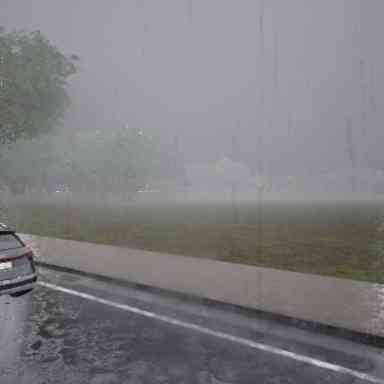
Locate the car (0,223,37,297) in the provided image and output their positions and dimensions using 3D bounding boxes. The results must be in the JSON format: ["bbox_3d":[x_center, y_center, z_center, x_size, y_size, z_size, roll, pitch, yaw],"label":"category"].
[{"bbox_3d":[-5.356,1.434,7.372,4.856,1.649,2.033,0,0,35],"label":"car"}]
